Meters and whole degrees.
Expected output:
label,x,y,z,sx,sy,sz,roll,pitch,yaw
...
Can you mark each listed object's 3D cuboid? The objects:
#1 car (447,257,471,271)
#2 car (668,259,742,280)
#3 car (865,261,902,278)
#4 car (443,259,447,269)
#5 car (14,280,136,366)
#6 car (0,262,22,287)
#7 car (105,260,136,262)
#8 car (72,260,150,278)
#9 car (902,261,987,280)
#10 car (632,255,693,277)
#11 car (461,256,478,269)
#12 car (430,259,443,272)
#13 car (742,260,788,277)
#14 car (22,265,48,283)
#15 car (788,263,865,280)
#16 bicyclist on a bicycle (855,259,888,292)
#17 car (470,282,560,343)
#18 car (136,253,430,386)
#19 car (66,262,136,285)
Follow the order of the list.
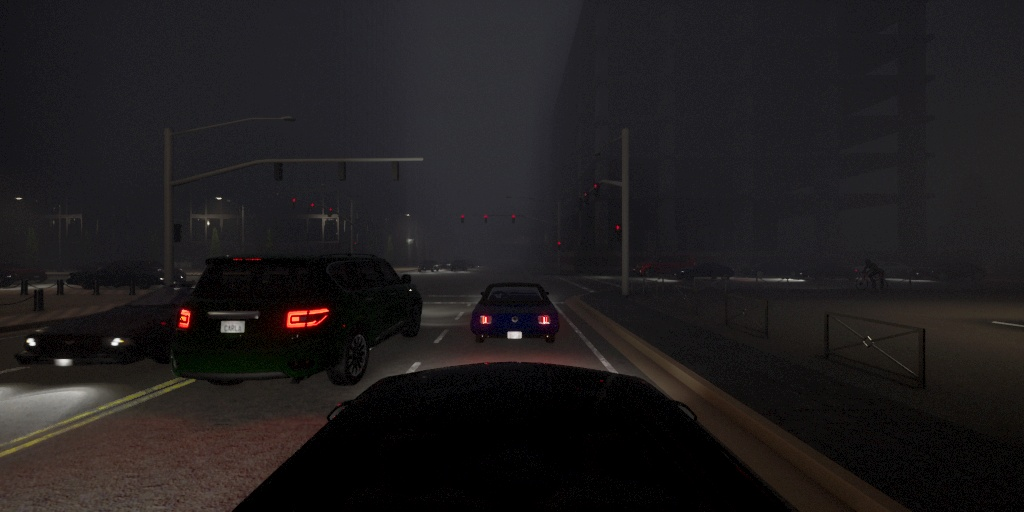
label,x,y,z,sx,sy,sz,roll,pitch,yaw
car,-7.123,1.254,48.531,1.837,1.490,4.892,0,0,0
car,15.637,1.220,29.250,4.674,1.442,1.812,0,0,0
car,33.642,1.220,32.831,4.674,1.442,1.812,0,0,0
car,-10.619,1.241,55.250,2.128,1.511,4.902,0,0,0
car,-7.104,1.298,8.339,2.033,1.411,5.357,0,0,0
car,-33.236,1.220,21.608,4.674,1.442,1.812,0,0,0
car,-25.687,1.046,25.100,4.553,1.767,2.097,0,0,0
car,-36.054,1.172,32.315,5.008,1.535,1.882,0,0,1
car,35.595,1.199,29.336,4.892,1.490,1.837,0,0,0
car,13.918,0.917,32.766,5.566,2.045,2.150,0,0,0
car,-7.113,1.227,58.691,1.882,1.535,5.008,0,0,0
car,-10.623,1.255,45.907,1.837,1.490,4.892,0,0,0
car,23.647,1.172,32.801,5.008,1.535,1.882,0,0,-1
car,-35.782,1.172,25.128,5.008,1.535,1.882,0,0,0
car,25.601,1.258,29.310,4.181,1.385,1.994,0,0,0
bicyclist on a bicycle,18.322,0.998,18.298,0.582,1.620,1.656,0,0,0
car,0.075,1.351,9.644,1.895,1.301,4.718,0,0,0
car,-3.441,0.971,7.129,2.150,2.045,5.566,0,0,0
car,-23.154,1.242,21.585,5.357,1.411,2.033,0,0,-4
